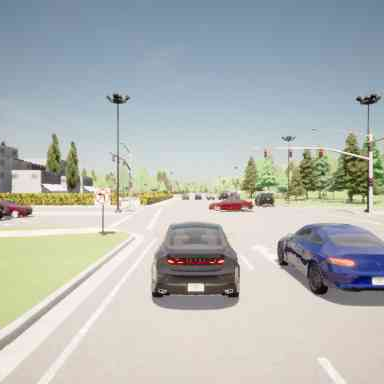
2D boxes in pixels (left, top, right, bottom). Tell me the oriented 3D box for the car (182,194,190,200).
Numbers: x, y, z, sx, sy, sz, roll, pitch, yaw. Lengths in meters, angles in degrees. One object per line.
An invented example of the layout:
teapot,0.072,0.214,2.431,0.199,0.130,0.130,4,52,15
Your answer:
car,-1.760,1.518,91.360,2.128,1.511,4.902,0,0,0

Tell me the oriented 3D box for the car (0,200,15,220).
car,-17.354,1.221,25.900,5.566,2.045,2.150,0,0,-1

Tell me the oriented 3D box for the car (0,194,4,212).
car,-24.550,1.222,37.511,5.566,2.045,2.150,0,0,-1

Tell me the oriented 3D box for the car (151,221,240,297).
car,0.080,1.505,8.538,1.837,1.490,4.892,0,0,0

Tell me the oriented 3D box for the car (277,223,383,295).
car,3.585,1.526,8.626,1.812,1.442,4.674,0,0,0

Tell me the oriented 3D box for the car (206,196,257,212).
car,4.419,1.477,37.874,5.008,1.535,1.882,0,0,-1

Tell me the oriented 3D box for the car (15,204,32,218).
car,-16.779,1.478,29.408,5.008,1.535,1.882,0,0,-1

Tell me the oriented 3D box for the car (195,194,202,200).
car,1.742,1.472,91.764,1.882,1.535,5.008,0,0,0

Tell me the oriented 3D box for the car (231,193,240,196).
car,12.241,1.500,91.503,1.837,1.490,4.892,0,0,0

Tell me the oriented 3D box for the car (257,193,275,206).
car,11.661,1.223,53.211,2.150,2.045,5.566,-1,0,0

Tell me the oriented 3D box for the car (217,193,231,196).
car,8.740,1.218,91.353,2.150,2.045,5.566,0,0,0
